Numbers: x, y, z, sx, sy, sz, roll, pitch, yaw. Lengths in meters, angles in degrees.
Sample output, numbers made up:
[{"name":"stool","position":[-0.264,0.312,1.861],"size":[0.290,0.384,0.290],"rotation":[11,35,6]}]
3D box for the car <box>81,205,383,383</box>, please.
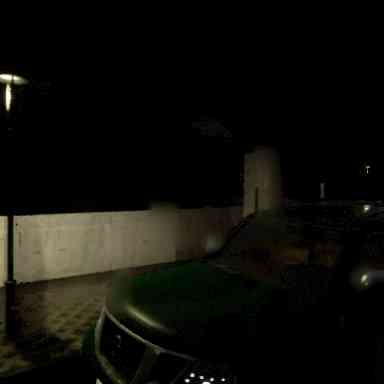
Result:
[{"name":"car","position":[1.584,1.219,4.146],"size":[5.566,2.045,2.150],"rotation":[0,0,-35]}]
